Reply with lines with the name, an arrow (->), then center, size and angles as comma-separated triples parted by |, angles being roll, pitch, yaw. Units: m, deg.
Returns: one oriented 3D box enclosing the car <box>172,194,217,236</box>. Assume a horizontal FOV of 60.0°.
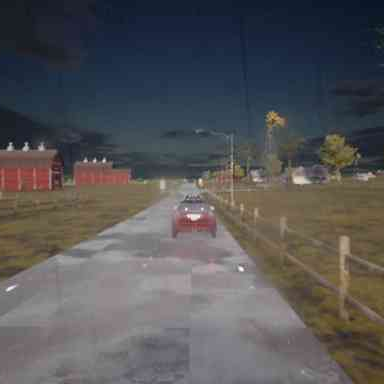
car -> 0.105, 1.168, 17.137 | 2.097, 1.767, 4.553 | 0, 1, 0
